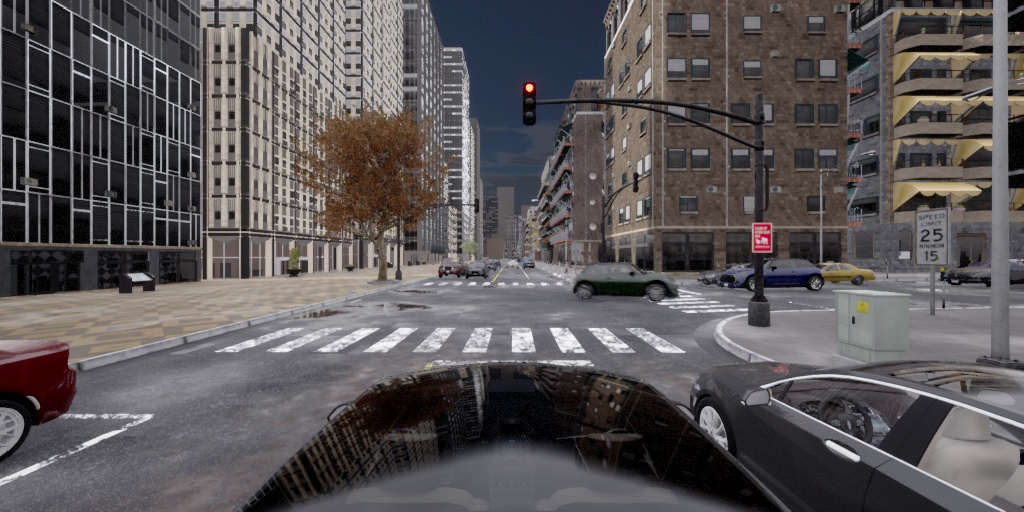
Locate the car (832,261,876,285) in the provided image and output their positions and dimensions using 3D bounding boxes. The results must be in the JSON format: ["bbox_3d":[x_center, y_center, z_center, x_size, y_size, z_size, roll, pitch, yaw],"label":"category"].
[{"bbox_3d":[18.830,0.992,21.503,4.829,1.417,1.751,0,0,-1],"label":"car"}]

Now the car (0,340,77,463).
[{"bbox_3d":[-5.692,1.295,2.030,1.888,1.381,4.507,0,0,0],"label":"car"}]

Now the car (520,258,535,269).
[{"bbox_3d":[2.685,1.348,56.509,1.948,1.339,4.313,0,0,0],"label":"car"}]

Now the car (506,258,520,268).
[{"bbox_3d":[0.096,1.312,59.916,1.812,1.442,4.674,0,0,0],"label":"car"}]

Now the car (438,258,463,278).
[{"bbox_3d":[-5.695,1.078,34.418,2.192,1.841,5.009,0,0,0],"label":"car"}]

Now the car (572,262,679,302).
[{"bbox_3d":[5.147,1.069,16.503,4.553,1.767,2.097,-1,0,24],"label":"car"}]

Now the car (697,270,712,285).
[{"bbox_3d":[13.433,1.095,21.448,4.403,1.370,2.007,0,0,-1],"label":"car"}]

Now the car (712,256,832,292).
[{"bbox_3d":[13.521,0.896,18.884,4.553,1.767,2.097,-1,0,0],"label":"car"}]

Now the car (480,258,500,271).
[{"bbox_3d":[-3.100,1.338,48.181,1.994,1.385,4.181,0,0,0],"label":"car"}]

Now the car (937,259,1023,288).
[{"bbox_3d":[26.087,0.917,18.988,5.357,1.411,2.033,-1,0,-1],"label":"car"}]

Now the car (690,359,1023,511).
[{"bbox_3d":[2.688,1.300,2.031,2.007,1.370,4.403,0,0,0],"label":"car"}]

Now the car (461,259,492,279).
[{"bbox_3d":[-3.091,1.268,32.159,1.837,1.490,4.892,0,0,-1],"label":"car"}]
